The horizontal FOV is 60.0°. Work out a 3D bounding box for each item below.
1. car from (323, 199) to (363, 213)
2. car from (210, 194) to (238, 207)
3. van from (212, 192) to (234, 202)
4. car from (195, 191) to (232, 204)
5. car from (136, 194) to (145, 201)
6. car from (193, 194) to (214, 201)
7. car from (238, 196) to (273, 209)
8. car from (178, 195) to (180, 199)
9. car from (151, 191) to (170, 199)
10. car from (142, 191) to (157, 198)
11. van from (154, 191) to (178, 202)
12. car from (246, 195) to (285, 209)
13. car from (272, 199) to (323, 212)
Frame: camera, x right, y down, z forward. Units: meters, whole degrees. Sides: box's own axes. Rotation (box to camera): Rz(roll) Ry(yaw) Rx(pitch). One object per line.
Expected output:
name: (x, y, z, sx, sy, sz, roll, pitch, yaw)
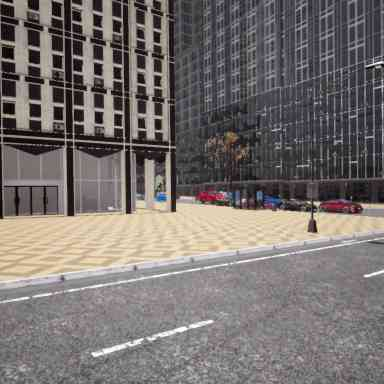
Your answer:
car: (15.238, 1.408, 34.195, 1.994, 1.385, 4.181, -1, 1, -34)
car: (4.818, 1.320, 44.820, 1.947, 1.339, 4.313, 0, 1, -34)
van: (5.393, 0.856, 58.957, 1.690, 1.788, 3.998, 0, 1, -34)
car: (3.364, 0.874, 51.652, 2.150, 2.045, 5.566, -1, 1, -34)
car: (-11.129, 1.040, 68.340, 2.008, 1.369, 4.403, 0, 1, -34)
car: (2.196, 1.044, 63.658, 1.802, 1.307, 4.206, 0, 1, -34)
car: (7.968, 1.388, 40.090, 1.802, 1.307, 4.206, 0, 1, -34)
car: (-4.201, 0.937, 73.055, 1.802, 1.307, 4.206, 0, 1, -34)
car: (-7.400, 0.616, 77.750, 2.192, 1.841, 5.009, 0, 1, -34)
car: (-10.598, 0.687, 82.449, 1.967, 1.590, 4.097, 0, 1, -34)
van: (-4.732, 0.938, 58.941, 1.690, 1.788, 3.998, 0, 1, -34)
car: (9.350, 1.227, 42.848, 1.882, 1.535, 5.008, -1, 1, -34)
car: (11.152, 1.424, 35.380, 1.947, 1.339, 4.313, 0, 1, -34)
